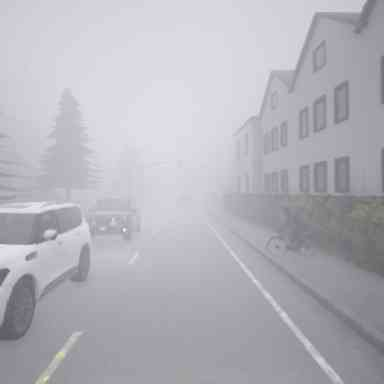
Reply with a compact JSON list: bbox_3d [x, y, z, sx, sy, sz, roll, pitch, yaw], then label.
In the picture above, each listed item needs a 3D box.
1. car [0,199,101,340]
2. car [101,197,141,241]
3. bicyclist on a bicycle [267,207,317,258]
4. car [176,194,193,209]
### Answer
[{"bbox_3d":[-3.735,1.265,6.933,2.150,2.045,5.566,0,0,-1],"label":"car"},{"bbox_3d":[-3.999,1.288,17.491,2.150,2.045,5.566,0,0,-1],"label":"car"},{"bbox_3d":[3.199,1.299,10.638,1.656,1.620,0.582,0,0,-1],"label":"bicyclist on a bicycle"},{"bbox_3d":[-1.093,1.328,47.203,2.150,2.045,5.566,0,0,-1],"label":"car"}]
